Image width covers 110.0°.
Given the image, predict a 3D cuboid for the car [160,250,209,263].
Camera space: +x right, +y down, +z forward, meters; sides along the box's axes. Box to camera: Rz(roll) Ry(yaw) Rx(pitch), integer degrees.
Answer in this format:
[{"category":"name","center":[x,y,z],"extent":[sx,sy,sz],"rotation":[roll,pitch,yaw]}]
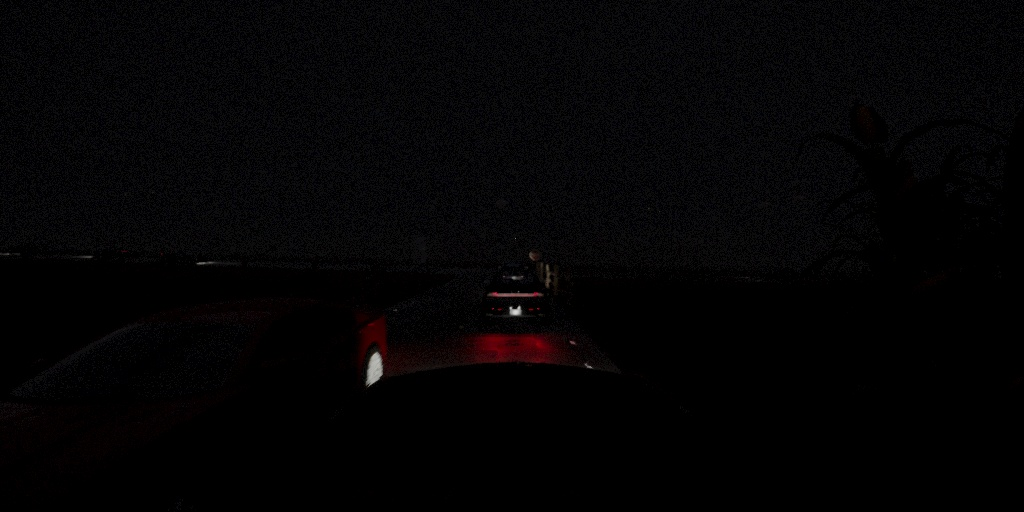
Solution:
[{"category":"car","center":[-36.290,0.000,39.768],"extent":[4.181,1.385,1.994],"rotation":[2,3,0]}]

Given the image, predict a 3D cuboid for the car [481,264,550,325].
[{"category":"car","center":[0.094,1.180,11.416],"extent":[2.128,1.511,4.902],"rotation":[0,0,0]}]

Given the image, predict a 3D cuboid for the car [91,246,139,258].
[{"category":"car","center":[-47.193,-0.493,42.685],"extent":[4.181,1.385,1.994],"rotation":[2,3,0]}]

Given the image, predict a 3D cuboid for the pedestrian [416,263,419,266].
[{"category":"pedestrian","center":[-12.045,0.287,45.608],"extent":[0.375,1.860,0.375],"rotation":[0,1,0]}]

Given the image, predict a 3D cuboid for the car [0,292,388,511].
[{"category":"car","center":[-2.850,1.215,3.555],"extent":[1.882,1.535,5.008],"rotation":[0,0,0]}]

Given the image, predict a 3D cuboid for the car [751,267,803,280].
[{"category":"car","center":[31.361,2.011,42.407],"extent":[5.357,1.411,2.033],"rotation":[2,3,0]}]

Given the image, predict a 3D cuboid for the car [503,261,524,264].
[{"category":"car","center":[0.088,1.102,24.331],"extent":[2.128,1.511,4.902],"rotation":[0,0,0]}]
